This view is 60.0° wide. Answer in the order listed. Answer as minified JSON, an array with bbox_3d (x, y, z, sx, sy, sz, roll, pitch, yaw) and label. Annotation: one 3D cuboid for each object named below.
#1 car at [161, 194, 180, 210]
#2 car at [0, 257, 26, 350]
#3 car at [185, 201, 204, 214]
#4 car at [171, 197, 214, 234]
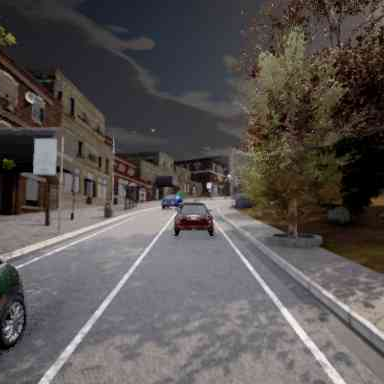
[{"bbox_3d":[-2.698,1.333,45.618,2.150,2.045,5.566,-1,-1,6],"label":"car"},{"bbox_3d":[-3.600,1.359,3.198,2.097,1.767,4.553,0,0,0],"label":"car"},{"bbox_3d":[0.325,1.666,36.789,1.895,1.301,4.718,0,0,3],"label":"car"},{"bbox_3d":[0.099,1.391,19.431,2.097,1.767,4.553,0,0,0],"label":"car"}]
